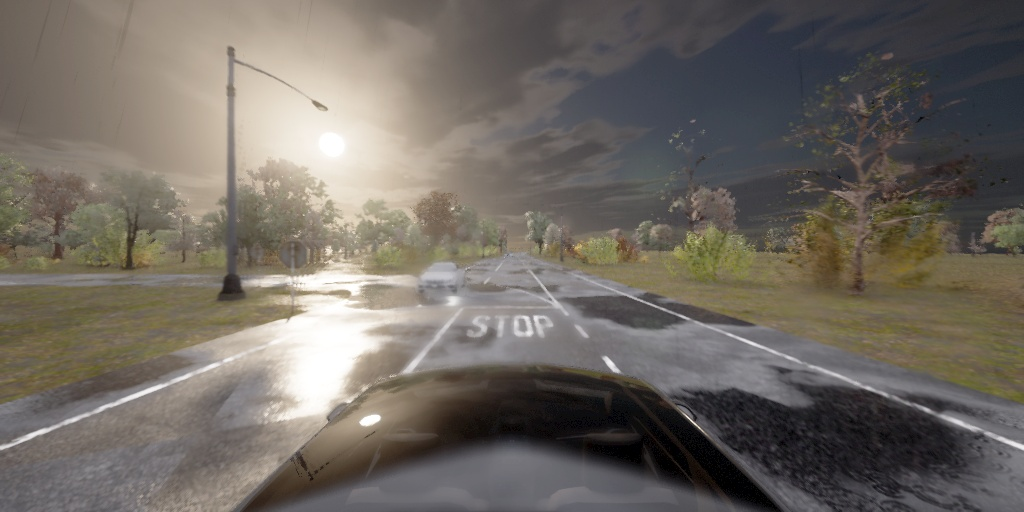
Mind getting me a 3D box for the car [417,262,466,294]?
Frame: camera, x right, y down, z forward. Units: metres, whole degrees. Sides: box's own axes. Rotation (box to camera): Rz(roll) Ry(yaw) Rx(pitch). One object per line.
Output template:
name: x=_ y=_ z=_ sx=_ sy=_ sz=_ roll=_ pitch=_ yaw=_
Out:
car: x=-3.482 y=1.037 z=18.495 sx=1.812 sy=1.442 sz=4.674 roll=0 pitch=1 yaw=0
